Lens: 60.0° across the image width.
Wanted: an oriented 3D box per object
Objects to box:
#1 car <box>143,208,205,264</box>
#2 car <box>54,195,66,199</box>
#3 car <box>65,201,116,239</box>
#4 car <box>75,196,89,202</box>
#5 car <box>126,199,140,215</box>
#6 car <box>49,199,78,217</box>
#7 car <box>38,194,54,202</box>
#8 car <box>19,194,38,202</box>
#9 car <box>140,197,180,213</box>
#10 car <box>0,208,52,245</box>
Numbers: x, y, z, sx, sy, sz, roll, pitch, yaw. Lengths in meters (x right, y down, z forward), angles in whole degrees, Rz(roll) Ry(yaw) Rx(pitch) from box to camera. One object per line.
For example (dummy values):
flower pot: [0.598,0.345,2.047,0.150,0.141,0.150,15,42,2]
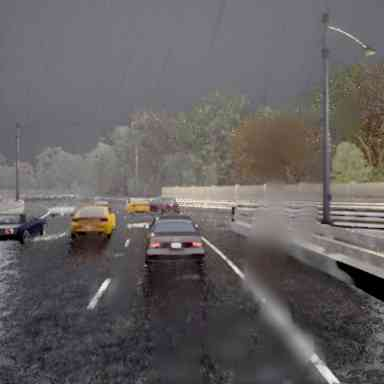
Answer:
car: [-0.680,1.539,11.825,2.033,1.411,5.357,0,0,-5]
car: [-30.816,1.415,76.883,4.674,1.442,1.812,0,0,45]
car: [-5.115,1.479,17.653,1.882,1.535,5.008,0,0,-10]
car: [-21.843,1.500,65.936,1.837,1.490,4.892,0,0,-36]
car: [-5.712,1.466,34.357,1.882,1.535,5.008,0,0,-18]
car: [-12.003,1.612,31.189,1.895,1.301,4.718,0,0,-17]
car: [-33.341,1.259,74.459,4.553,1.767,2.097,0,0,45]
car: [-35.887,1.271,72.057,4.553,1.767,2.097,0,0,45]
car: [-3.196,1.320,34.552,2.097,1.767,4.553,0,0,-34]
car: [-8.253,1.615,15.492,1.895,1.301,4.718,0,0,-9]
